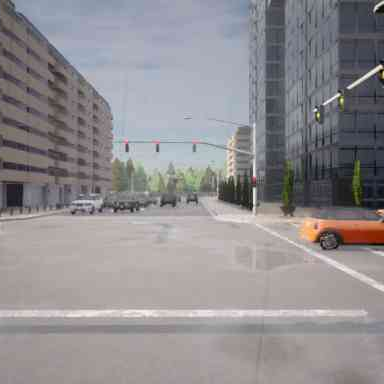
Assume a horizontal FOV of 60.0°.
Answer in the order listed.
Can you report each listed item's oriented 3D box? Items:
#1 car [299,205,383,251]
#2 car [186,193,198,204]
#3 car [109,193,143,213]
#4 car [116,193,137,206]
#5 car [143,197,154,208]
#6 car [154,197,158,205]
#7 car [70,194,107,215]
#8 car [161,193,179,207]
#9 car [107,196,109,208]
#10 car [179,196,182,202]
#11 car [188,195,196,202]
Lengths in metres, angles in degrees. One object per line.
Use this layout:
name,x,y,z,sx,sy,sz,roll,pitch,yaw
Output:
car,6.958,1.408,13.905,4.553,1.767,2.097,0,0,0
car,0.050,1.221,63.804,2.150,2.045,5.566,0,0,1
car,-7.426,1.221,38.092,2.150,2.045,5.566,0,0,1
car,-10.747,1.221,54.962,2.150,2.045,5.566,0,0,1
car,-7.334,1.547,48.336,2.033,1.411,5.357,0,0,1
car,-7.198,1.564,58.356,1.994,1.385,4.181,0,0,1
car,-10.935,1.221,34.917,2.150,2.045,5.566,0,0,-1
car,-3.592,1.221,51.923,2.150,2.045,5.566,0,0,1
car,-10.876,1.352,44.761,2.097,1.767,4.553,0,0,1
car,-3.418,1.524,74.698,2.128,1.511,4.902,0,0,1
car,0.083,1.500,74.517,1.837,1.490,4.892,0,0,1
